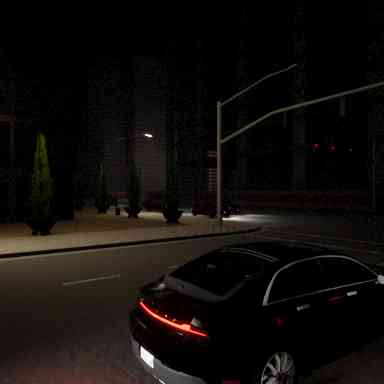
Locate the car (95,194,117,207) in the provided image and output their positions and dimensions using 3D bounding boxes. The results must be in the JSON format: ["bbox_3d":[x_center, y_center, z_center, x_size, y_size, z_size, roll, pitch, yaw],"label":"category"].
[{"bbox_3d":[-13.485,1.279,52.180,2.150,2.045,5.566,0,0,-36],"label":"car"}]

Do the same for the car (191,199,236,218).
[{"bbox_3d":[1.733,1.619,31.126,1.994,1.385,4.181,0,0,-36],"label":"car"}]

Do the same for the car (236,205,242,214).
[{"bbox_3d":[3.177,1.560,35.099,1.837,1.490,4.892,0,0,-36],"label":"car"}]

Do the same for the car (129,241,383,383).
[{"bbox_3d":[1.506,1.505,4.930,4.892,1.490,1.837,0,0,-35],"label":"car"}]

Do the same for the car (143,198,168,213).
[{"bbox_3d":[-3.458,1.656,38.291,1.895,1.301,4.718,0,0,-36],"label":"car"}]
